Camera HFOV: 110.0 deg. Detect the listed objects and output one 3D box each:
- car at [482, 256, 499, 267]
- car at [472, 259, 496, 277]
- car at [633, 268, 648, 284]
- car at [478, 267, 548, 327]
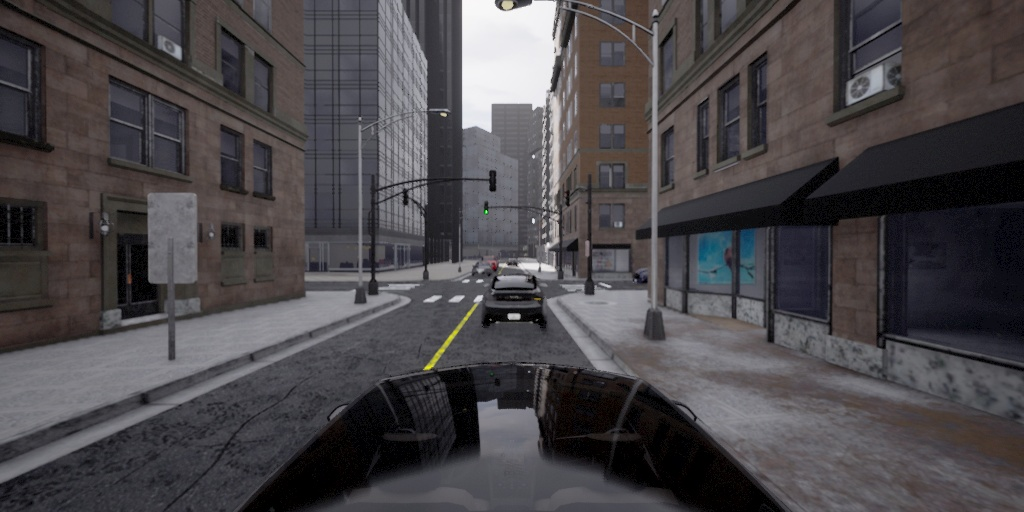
[{"bbox_3d":[-3.117,1.015,48.094,2.150,2.045,5.566,0,0,0],"label":"car"},{"bbox_3d":[-3.108,1.323,37.788,2.128,1.511,4.902,0,0,0],"label":"car"},{"bbox_3d":[10.842,1.115,24.955,4.553,1.767,2.097,0,0,-1],"label":"car"},{"bbox_3d":[0.109,1.298,11.620,1.837,1.490,4.892,0,0,1],"label":"car"}]
